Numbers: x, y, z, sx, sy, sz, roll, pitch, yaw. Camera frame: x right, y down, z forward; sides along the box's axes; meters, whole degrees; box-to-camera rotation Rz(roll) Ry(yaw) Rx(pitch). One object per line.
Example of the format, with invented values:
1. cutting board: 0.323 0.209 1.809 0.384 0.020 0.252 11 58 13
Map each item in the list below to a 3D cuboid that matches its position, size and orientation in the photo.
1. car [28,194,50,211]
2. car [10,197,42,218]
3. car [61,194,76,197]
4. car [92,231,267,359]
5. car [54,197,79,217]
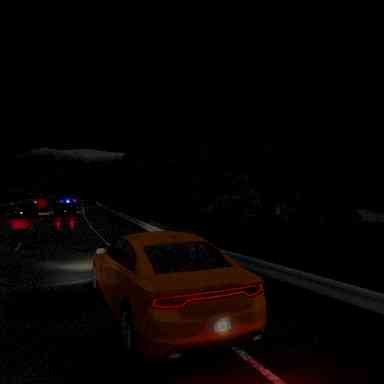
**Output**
1. car: -18.520 1.221 40.042 2.150 2.045 5.566 0 0 -19
2. car: -15.108 1.505 30.147 1.837 1.490 4.892 0 0 -19
3. car: -15.354 1.221 41.435 2.150 2.045 5.566 0 0 -18
4. car: -0.658 1.478 6.299 1.882 1.535 5.008 0 0 -25
5. car: -11.933 1.491 31.535 2.128 1.511 4.902 0 0 -19
